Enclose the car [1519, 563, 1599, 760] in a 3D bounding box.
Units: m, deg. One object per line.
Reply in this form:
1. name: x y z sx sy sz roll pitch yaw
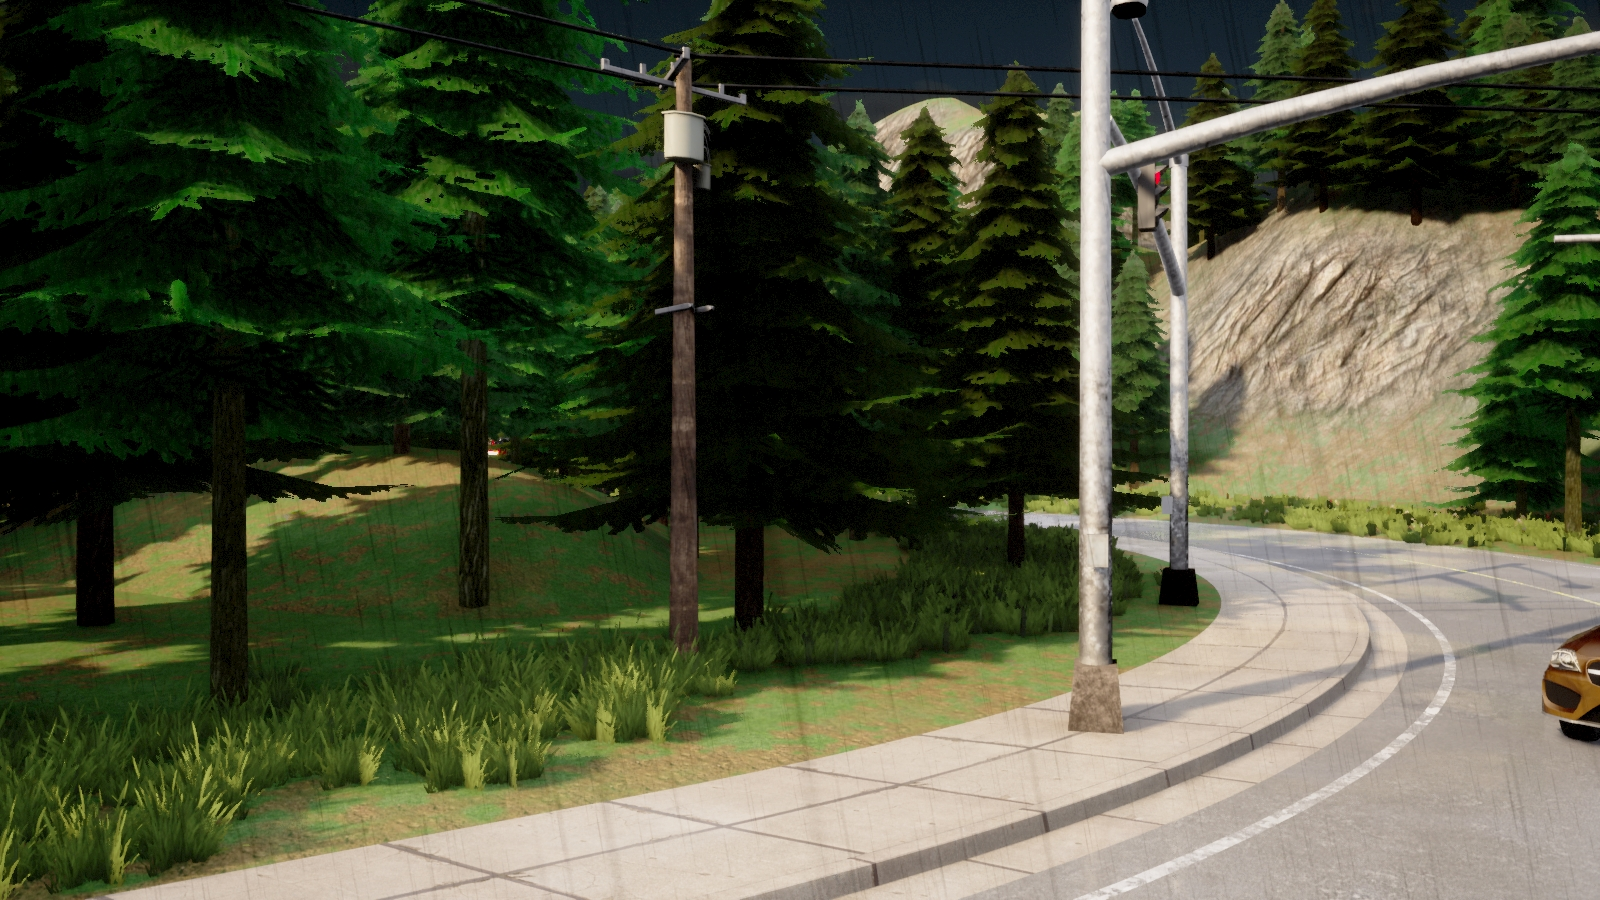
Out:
1. car: 9.577 1.970 11.147 5.027 1.651 2.152 0 0 -29
